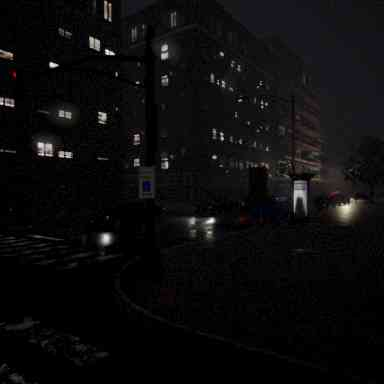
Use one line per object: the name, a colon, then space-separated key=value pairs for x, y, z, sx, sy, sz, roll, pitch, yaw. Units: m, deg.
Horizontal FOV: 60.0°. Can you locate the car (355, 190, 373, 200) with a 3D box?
car: x=28.652 y=0.563 z=55.934 sx=1.967 sy=1.590 sz=4.097 roll=1 pitch=1 yaw=36

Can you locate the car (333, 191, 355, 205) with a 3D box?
car: x=18.797 y=0.923 z=42.138 sx=1.947 sy=1.339 sz=4.313 roll=1 pitch=1 yaw=36

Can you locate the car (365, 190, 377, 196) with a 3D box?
car: x=44.183 y=0.216 z=82.110 sx=1.994 sy=1.385 sz=4.181 roll=0 pitch=1 yaw=36

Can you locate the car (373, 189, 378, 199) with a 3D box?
car: x=31.937 y=0.590 z=60.535 sx=1.887 sy=1.381 sz=4.507 roll=1 pitch=1 yaw=36

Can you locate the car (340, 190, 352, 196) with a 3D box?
car: x=38.791 y=0.278 z=83.688 sx=2.008 sy=1.369 sz=4.403 roll=1 pitch=1 yaw=36

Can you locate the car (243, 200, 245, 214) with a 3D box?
car: x=6.064 y=0.959 z=28.743 sx=2.097 sy=1.767 sz=4.553 roll=0 pitch=1 yaw=36

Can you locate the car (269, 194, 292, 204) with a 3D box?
car: x=12.537 y=0.933 z=46.933 sx=1.802 sy=1.307 sz=4.206 roll=1 pitch=1 yaw=36

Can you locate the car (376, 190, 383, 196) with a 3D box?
car: x=45.077 y=0.315 z=78.932 sx=1.802 sy=1.307 sz=4.206 roll=1 pitch=1 yaw=36

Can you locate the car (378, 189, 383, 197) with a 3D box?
car: x=41.792 y=0.355 z=74.333 sx=1.887 sy=1.381 sz=4.507 roll=1 pitch=1 yaw=36

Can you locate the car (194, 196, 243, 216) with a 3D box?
car: x=2.094 y=1.123 z=28.083 sx=1.882 sy=1.535 sz=5.008 roll=0 pitch=1 yaw=36

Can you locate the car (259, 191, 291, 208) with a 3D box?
car: x=9.674 y=0.821 z=38.670 sx=2.097 sy=1.767 sz=4.553 roll=0 pitch=1 yaw=36

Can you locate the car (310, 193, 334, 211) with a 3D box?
car: x=12.226 y=1.078 z=32.939 sx=1.947 sy=1.339 sz=4.313 roll=1 pitch=1 yaw=36

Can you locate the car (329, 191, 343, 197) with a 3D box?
car: x=32.227 y=0.428 z=74.499 sx=1.887 sy=1.381 sz=4.507 roll=1 pitch=1 yaw=36

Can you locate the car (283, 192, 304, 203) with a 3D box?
car: x=15.720 y=0.801 z=51.388 sx=1.752 sy=1.417 sz=4.829 roll=1 pitch=1 yaw=36

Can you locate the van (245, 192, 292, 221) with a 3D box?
van: x=5.657 y=1.008 z=23.736 sx=1.690 sy=1.788 sz=3.998 roll=1 pitch=1 yaw=36

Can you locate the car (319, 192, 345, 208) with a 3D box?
car: x=15.511 y=0.979 z=37.538 sx=1.887 sy=1.381 sz=4.507 roll=1 pitch=1 yaw=36

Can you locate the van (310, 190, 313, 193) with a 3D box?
van: x=19.102 y=0.536 z=56.117 sx=1.690 sy=1.788 sz=3.998 roll=1 pitch=1 yaw=36

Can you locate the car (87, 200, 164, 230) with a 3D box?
car: x=-3.829 y=1.263 z=19.804 sx=1.882 sy=1.535 sz=5.008 roll=0 pitch=1 yaw=37

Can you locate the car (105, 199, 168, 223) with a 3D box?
car: x=-3.871 y=1.283 z=23.960 sx=1.887 sy=1.381 sz=4.507 roll=1 pitch=1 yaw=36

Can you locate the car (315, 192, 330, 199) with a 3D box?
car: x=25.664 y=0.621 z=65.311 sx=1.802 sy=1.307 sz=4.206 roll=1 pitch=1 yaw=36
